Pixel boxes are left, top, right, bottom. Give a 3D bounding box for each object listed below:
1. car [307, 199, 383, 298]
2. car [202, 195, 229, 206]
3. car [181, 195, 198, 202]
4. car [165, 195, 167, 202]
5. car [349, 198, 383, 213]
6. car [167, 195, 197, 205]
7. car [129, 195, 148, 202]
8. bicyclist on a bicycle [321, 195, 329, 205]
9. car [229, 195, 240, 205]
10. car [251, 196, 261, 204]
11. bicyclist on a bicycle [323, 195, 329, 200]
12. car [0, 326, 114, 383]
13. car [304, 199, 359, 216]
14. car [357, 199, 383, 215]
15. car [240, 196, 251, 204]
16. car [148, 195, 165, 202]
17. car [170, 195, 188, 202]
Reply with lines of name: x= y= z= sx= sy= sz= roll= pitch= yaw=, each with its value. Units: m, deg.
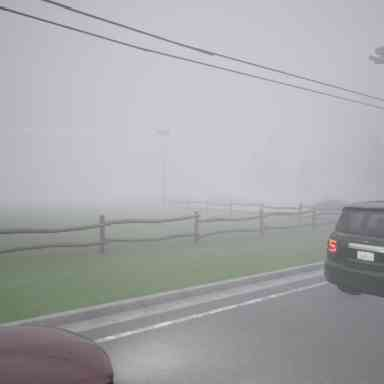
car: x=5.288 y=1.224 z=7.378 sx=5.566 sy=2.045 sz=2.150 roll=0 pitch=0 yaw=-34
car: x=3.546 y=1.363 z=56.208 sx=2.097 sy=1.767 sz=4.553 roll=0 pitch=0 yaw=-34
car: x=-0.643 y=1.515 z=81.043 sx=1.837 sy=1.490 sz=4.892 roll=0 pitch=0 yaw=-34
car: x=-6.145 y=1.538 z=76.681 sx=2.128 sy=1.511 sz=4.902 roll=0 pitch=0 yaw=-34
car: x=20.472 y=1.517 z=37.349 sx=1.837 sy=1.490 sz=4.892 roll=0 pitch=0 yaw=-34
car: x=-1.766 y=1.557 z=57.831 sx=2.033 sy=1.411 sz=5.357 roll=0 pitch=0 yaw=-34
car: x=-12.218 y=1.510 z=73.175 sx=1.837 sy=1.490 sz=4.892 roll=0 pitch=0 yaw=-34
bicyclist on a bicycle: x=21.987 y=1.319 z=55.000 sx=0.582 sy=1.620 sz=1.656 roll=0 pitch=0 yaw=43
car: x=5.730 y=1.364 z=59.232 sx=2.097 sy=1.767 sz=4.553 roll=0 pitch=0 yaw=-34
car: x=11.185 y=1.540 z=63.663 sx=1.812 sy=1.442 sz=4.674 roll=0 pitch=0 yaw=-34
bicyclist on a bicycle: x=22.124 y=1.319 z=54.452 sx=1.656 sy=1.620 sz=0.582 roll=0 pitch=0 yaw=-44
car: x=-2.748 y=1.525 z=1.863 sx=4.674 sy=1.442 sz=1.812 roll=0 pitch=0 yaw=-34
car: x=14.181 y=1.488 z=34.158 sx=1.882 sy=1.535 sz=5.008 roll=0 pitch=0 yaw=-34
car: x=19.300 y=1.503 z=32.822 sx=2.128 sy=1.511 sz=4.902 roll=0 pitch=0 yaw=-34
car: x=8.244 y=1.539 z=61.762 sx=1.812 sy=1.442 sz=4.674 roll=0 pitch=0 yaw=-34
car: x=-8.561 y=1.511 z=74.005 sx=1.837 sy=1.490 sz=4.892 roll=0 pitch=0 yaw=-34
car: x=-3.076 y=1.514 z=78.389 sx=1.837 sy=1.490 sz=4.892 roll=0 pitch=0 yaw=-34
